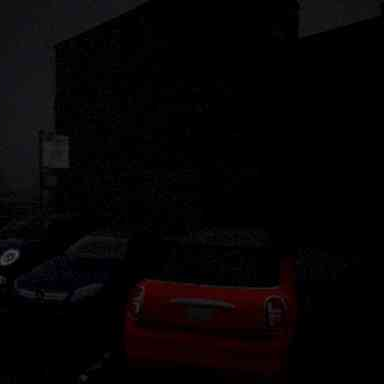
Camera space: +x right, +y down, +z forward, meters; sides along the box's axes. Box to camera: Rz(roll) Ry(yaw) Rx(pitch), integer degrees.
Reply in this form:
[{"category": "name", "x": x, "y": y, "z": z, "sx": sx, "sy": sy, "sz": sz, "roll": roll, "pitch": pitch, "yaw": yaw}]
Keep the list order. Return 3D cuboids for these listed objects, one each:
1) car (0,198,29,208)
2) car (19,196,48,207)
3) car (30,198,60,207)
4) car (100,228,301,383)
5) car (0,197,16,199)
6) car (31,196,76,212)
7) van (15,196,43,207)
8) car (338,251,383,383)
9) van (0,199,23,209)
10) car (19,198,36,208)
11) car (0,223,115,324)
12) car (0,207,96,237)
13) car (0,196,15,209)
[{"category": "car", "x": -31.715, "y": 1.906, "z": 59.045, "sx": 4.553, "sy": 1.767, "sz": 2.185, "roll": -1, "pitch": -1, "yaw": 14}, {"category": "car", "x": -21.143, "y": 1.621, "z": 44.396, "sx": 5.566, "sy": 2.045, "sz": 2.435, "roll": 0, "pitch": 0, "yaw": 14}, {"category": "car", "x": -28.307, "y": 2.036, "z": 64.045, "sx": 4.892, "sy": 1.521, "sz": 2.231, "roll": -1, "pitch": -1, "yaw": 14}, {"category": "car", "x": 0.662, "y": 1.382, "z": 5.645, "sx": 2.185, "sy": 1.767, "sz": 4.553, "roll": 0, "pitch": -1, "yaw": 16}, {"category": "car", "x": -24.397, "y": 1.616, "z": 39.493, "sx": 5.566, "sy": 2.045, "sz": 2.435, "roll": 0, "pitch": 0, "yaw": 14}, {"category": "car", "x": -19.487, "y": 1.623, "z": 46.848, "sx": 5.566, "sy": 2.045, "sz": 2.435, "roll": 0, "pitch": 0, "yaw": 14}, {"category": "van", "x": -30.111, "y": 1.809, "z": 61.561, "sx": 4.442, "sy": 1.987, "sz": 1.878, "roll": -1, "pitch": -1, "yaw": 14}, {"category": "car", "x": 3.102, "y": 1.357, "z": 3.897, "sx": 2.185, "sy": 1.767, "sz": 4.553, "roll": 0, "pitch": -1, "yaw": 16}, {"category": "van", "x": -9.072, "y": 1.387, "z": 12.776, "sx": 1.878, "sy": 1.987, "sz": 4.442, "roll": 0, "pitch": -1, "yaw": 15}, {"category": "car", "x": -22.797, "y": 1.899, "z": 41.932, "sx": 4.792, "sy": 1.488, "sz": 2.163, "roll": 0, "pitch": 0, "yaw": 14}, {"category": "car", "x": -1.765, "y": 1.573, "z": 7.421, "sx": 2.002, "sy": 1.452, "sz": 4.674, "roll": 0, "pitch": -1, "yaw": 16}, {"category": "car", "x": -4.194, "y": 1.434, "z": 9.199, "sx": 2.185, "sy": 1.767, "sz": 4.553, "roll": 0, "pitch": -1, "yaw": 15}, {"category": "car", "x": -33.350, "y": 1.776, "z": 56.532, "sx": 5.566, "sy": 2.045, "sz": 2.435, "roll": -1, "pitch": -1, "yaw": 14}]
